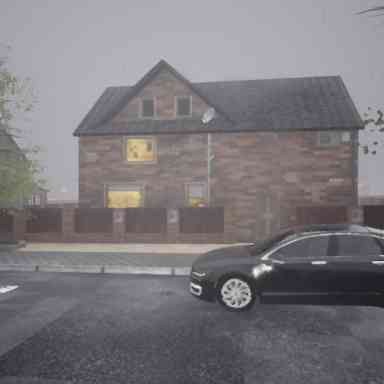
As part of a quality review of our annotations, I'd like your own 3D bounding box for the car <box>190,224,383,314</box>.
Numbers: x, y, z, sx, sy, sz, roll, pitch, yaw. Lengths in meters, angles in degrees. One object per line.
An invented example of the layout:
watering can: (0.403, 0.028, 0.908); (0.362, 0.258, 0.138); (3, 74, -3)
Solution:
car: (2.392, 1.427, 6.604); (4.892, 1.490, 1.837); (-1, 0, 9)
